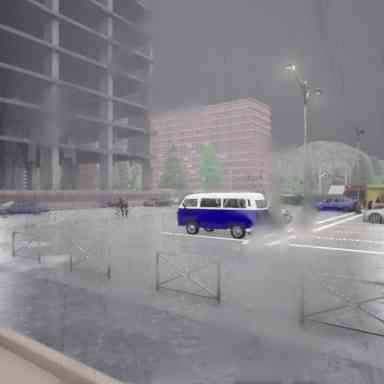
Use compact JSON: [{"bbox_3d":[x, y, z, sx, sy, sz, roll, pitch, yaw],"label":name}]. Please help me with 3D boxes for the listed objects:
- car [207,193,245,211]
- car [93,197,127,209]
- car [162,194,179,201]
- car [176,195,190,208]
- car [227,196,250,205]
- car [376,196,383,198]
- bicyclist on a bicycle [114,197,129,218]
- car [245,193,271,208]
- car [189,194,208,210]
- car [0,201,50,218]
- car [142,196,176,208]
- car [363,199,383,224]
[{"bbox_3d":[4.929,1.166,47.431,2.150,2.045,5.566,0,0,36],"label":"car"},{"bbox_3d":[-10.674,1.436,43.760,2.128,1.511,4.902,0,0,35],"label":"car"},{"bbox_3d":[-5.108,1.285,77.827,1.851,1.617,3.988,0,0,36],"label":"car"},{"bbox_3d":[-0.429,1.472,58.122,2.128,1.511,4.902,0,0,35],"label":"car"},{"bbox_3d":[8.174,1.422,58.174,1.882,1.535,5.008,0,0,35],"label":"car"},{"bbox_3d":[16.452,1.153,26.046,4.605,1.855,1.932,0,0,36],"label":"car"},{"bbox_3d":[-5.504,1.248,25.969,1.656,1.620,0.582,0,0,35],"label":"bicyclist on a bicycle"},{"bbox_3d":[11.034,1.436,56.157,2.128,1.511,4.902,0,0,35],"label":"car"},{"bbox_3d":[2.250,1.436,49.692,2.128,1.511,4.902,0,0,36],"label":"car"},{"bbox_3d":[-15.858,1.492,30.347,2.033,1.411,5.357,0,0,35],"label":"car"},{"bbox_3d":[-4.790,1.449,46.017,1.837,1.490,4.892,0,0,35],"label":"car"},{"bbox_3d":[13.246,1.395,21.481,3.806,1.475,1.970,0,0,36],"label":"car"}]
